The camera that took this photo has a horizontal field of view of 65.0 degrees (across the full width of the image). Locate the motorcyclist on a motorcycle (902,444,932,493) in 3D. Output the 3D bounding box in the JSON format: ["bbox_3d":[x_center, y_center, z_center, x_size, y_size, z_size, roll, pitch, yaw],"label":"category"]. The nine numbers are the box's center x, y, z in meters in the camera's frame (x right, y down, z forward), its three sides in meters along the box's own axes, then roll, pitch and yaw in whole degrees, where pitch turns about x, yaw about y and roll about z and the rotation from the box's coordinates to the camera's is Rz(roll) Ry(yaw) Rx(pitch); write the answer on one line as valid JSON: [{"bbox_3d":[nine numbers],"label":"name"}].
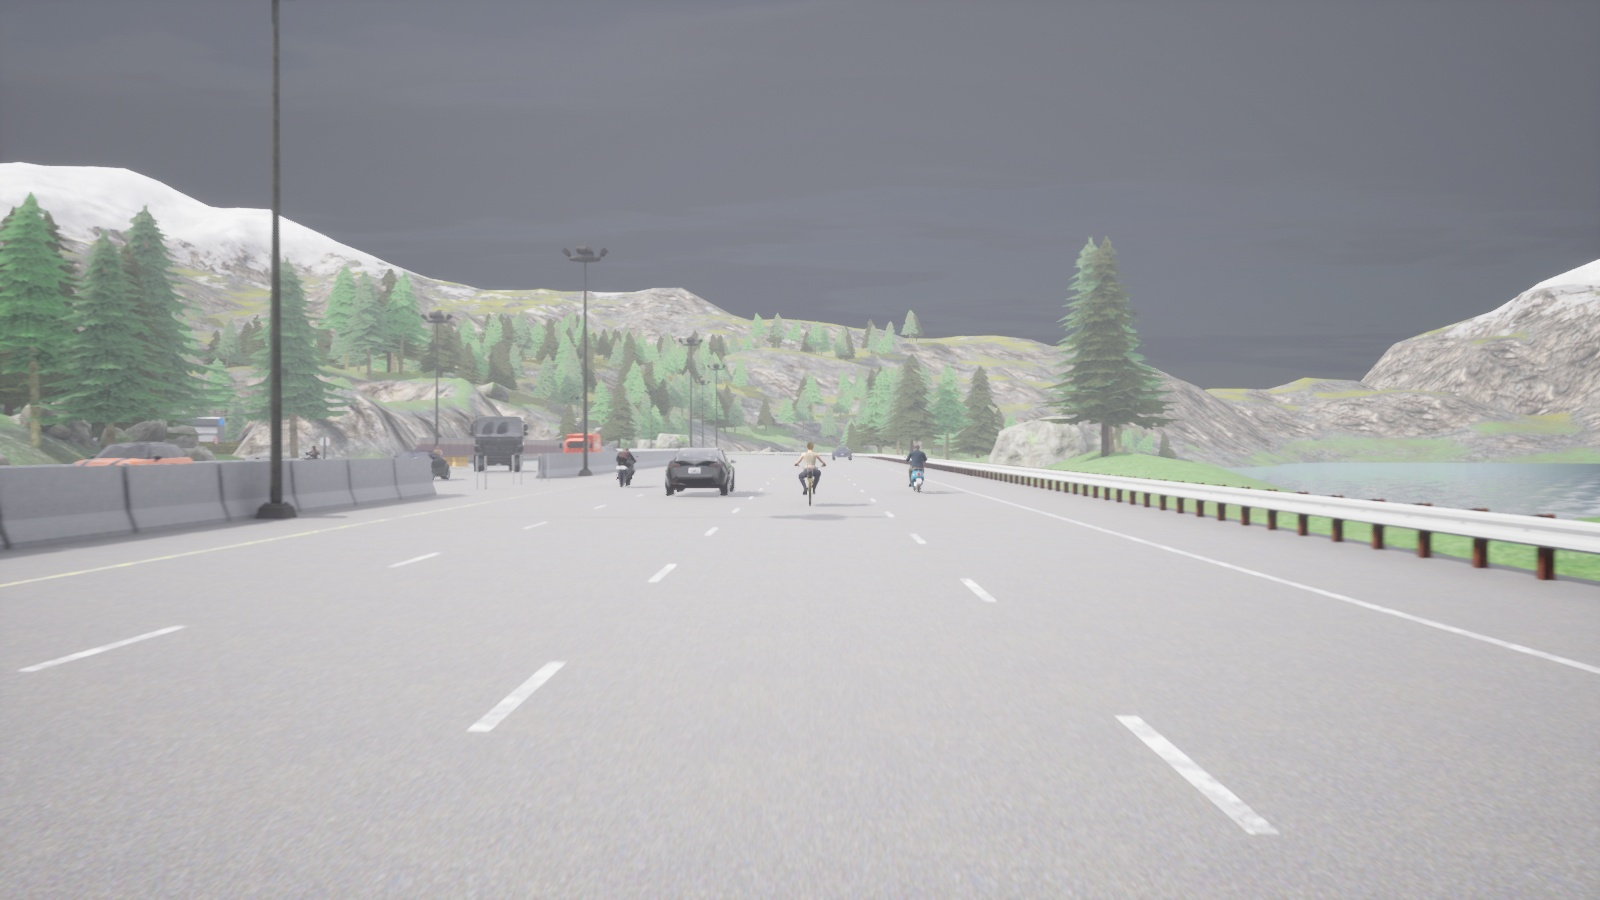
[{"bbox_3d":[3.847,0.605,41.413,0.866,1.590,1.817,0,0,0],"label":"motorcyclist on a motorcycle"}]

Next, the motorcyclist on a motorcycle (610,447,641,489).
[{"bbox_3d":[-6.601,0.663,47.532,0.866,1.530,2.191,0,0,0],"label":"motorcyclist on a motorcycle"}]

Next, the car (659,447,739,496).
[{"bbox_3d":[-3.161,0.648,40.263,2.163,1.488,4.792,0,0,0],"label":"car"}]

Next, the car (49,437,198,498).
[{"bbox_3d":[-20.678,0.497,38.617,2.097,1.767,4.553,0,0,0],"label":"car"}]

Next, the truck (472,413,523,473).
[{"bbox_3d":[-18.562,-0.433,77.069,2.891,3.462,7.936,0,0,-14],"label":"truck"}]

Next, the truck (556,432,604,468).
[{"bbox_3d":[-16.687,-0.019,95.570,2.627,2.467,5.204,0,3,1],"label":"truck"}]

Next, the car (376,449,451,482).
[{"bbox_3d":[-17.033,0.665,55.511,1.994,1.385,4.181,0,0,0],"label":"car"}]

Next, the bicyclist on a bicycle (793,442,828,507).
[{"bbox_3d":[0.263,0.608,32.093,0.866,1.612,1.509,0,0,1],"label":"bicyclist on a bicycle"}]
